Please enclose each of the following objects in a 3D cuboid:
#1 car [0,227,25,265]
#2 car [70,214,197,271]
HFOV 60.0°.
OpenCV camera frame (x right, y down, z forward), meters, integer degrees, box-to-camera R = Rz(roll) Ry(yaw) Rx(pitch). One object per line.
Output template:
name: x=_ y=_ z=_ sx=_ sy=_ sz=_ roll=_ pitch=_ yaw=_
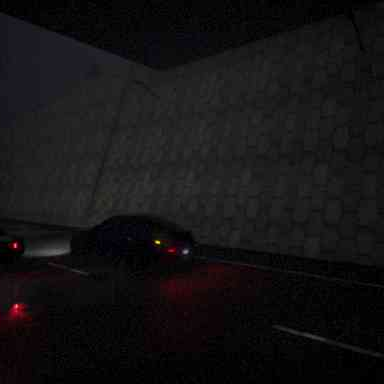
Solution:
car: x=-7.033 y=1.513 z=10.096 sx=4.718 sy=1.301 sz=1.895 roll=0 pitch=1 yaw=39
car: x=-1.947 y=1.409 z=10.454 sx=4.674 sy=1.442 sz=1.812 roll=0 pitch=1 yaw=39
